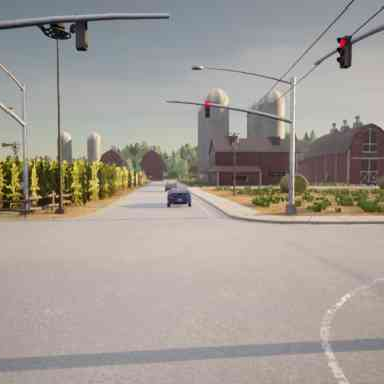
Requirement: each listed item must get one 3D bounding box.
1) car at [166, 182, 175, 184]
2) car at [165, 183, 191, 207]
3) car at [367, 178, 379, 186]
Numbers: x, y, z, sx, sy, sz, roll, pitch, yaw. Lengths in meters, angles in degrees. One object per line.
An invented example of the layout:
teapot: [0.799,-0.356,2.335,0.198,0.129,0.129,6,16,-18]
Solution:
car: [-3.356,-0.826,52.862,2.128,1.511,4.902,0,3,-5]
car: [-1.120,0.339,27.632,1.882,1.535,5.008,0,3,-5]
car: [42.348,-2.351,77.564,1.905,1.878,3.866,10,10,41]
